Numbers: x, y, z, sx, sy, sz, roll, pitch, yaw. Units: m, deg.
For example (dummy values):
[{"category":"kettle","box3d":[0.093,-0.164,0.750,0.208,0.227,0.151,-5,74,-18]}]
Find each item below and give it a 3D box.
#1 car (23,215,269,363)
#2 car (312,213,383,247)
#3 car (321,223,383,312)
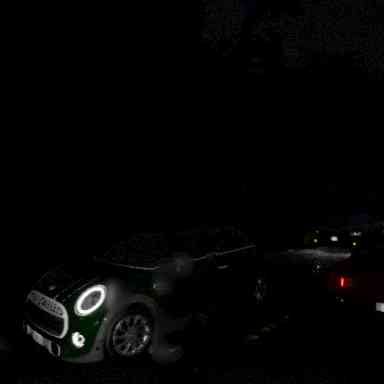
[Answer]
[{"category":"car","box3d":[-0.536,1.394,6.158,2.097,1.767,4.553,-1,-1,45]},{"category":"car","box3d":[6.716,1.587,14.133,1.994,1.385,4.181,-1,0,41]},{"category":"car","box3d":[4.621,1.593,7.070,1.895,1.301,4.718,-1,-1,41]}]
